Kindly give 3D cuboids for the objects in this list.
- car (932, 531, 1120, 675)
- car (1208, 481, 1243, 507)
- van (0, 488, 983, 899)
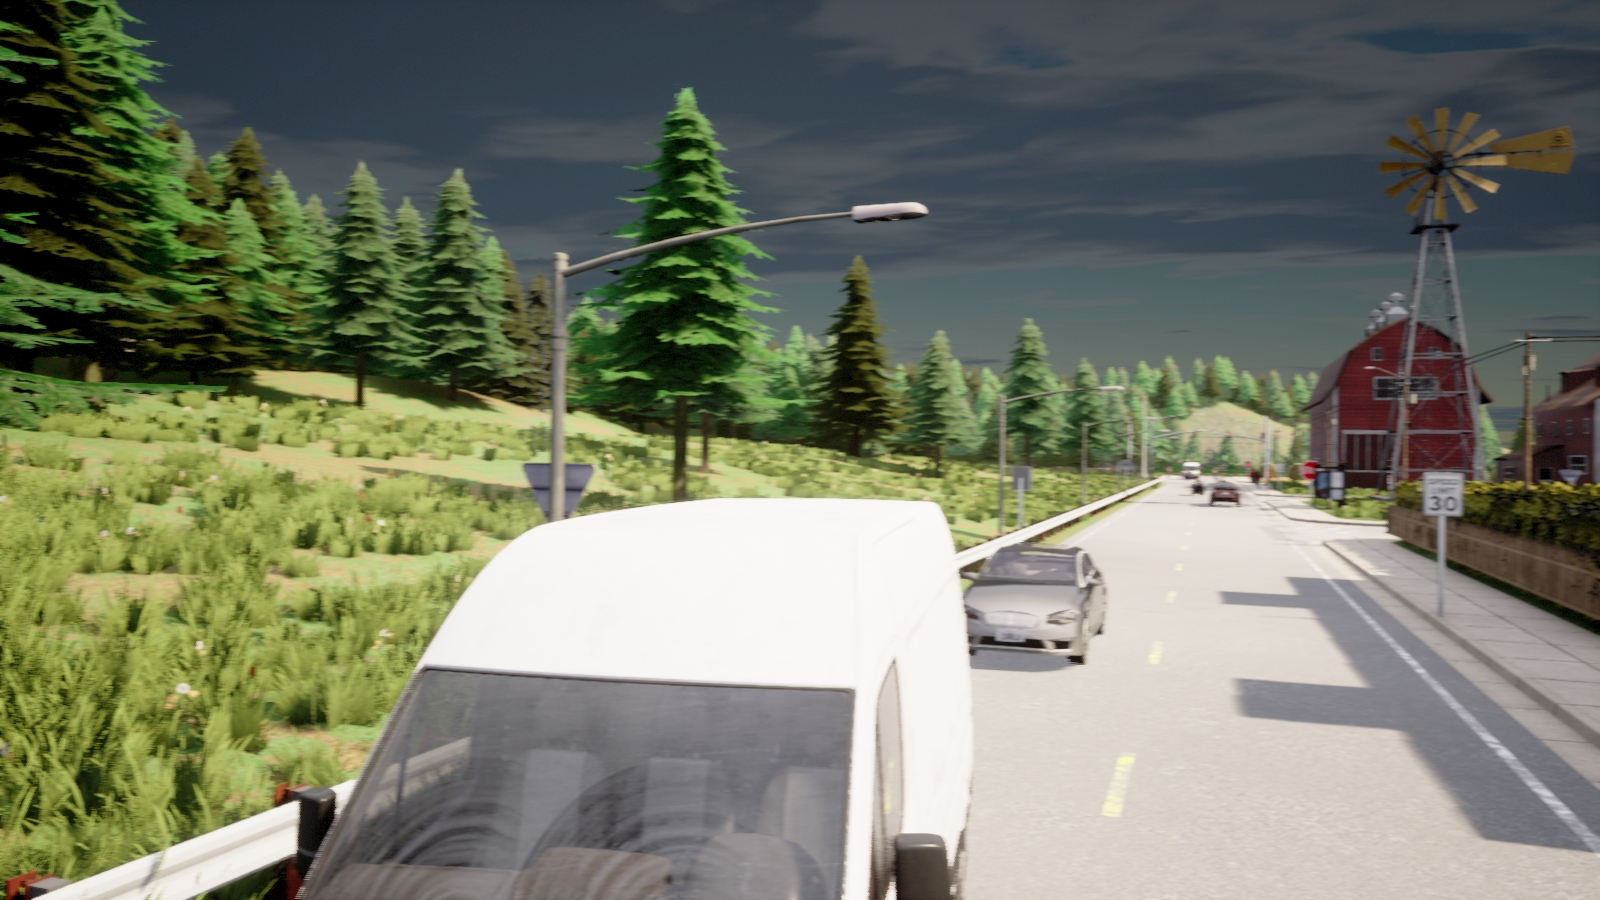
[{"bbox_3d":[3.634,2.188,17.567,2.128,1.511,4.902,1,0,20],"label":"car"},{"bbox_3d":[27.170,2.773,73.043,2.007,1.525,4.514,1,0,20],"label":"car"},{"bbox_3d":[-0.320,1.545,5.292,1.988,2.561,5.915,0,0,12],"label":"van"}]
